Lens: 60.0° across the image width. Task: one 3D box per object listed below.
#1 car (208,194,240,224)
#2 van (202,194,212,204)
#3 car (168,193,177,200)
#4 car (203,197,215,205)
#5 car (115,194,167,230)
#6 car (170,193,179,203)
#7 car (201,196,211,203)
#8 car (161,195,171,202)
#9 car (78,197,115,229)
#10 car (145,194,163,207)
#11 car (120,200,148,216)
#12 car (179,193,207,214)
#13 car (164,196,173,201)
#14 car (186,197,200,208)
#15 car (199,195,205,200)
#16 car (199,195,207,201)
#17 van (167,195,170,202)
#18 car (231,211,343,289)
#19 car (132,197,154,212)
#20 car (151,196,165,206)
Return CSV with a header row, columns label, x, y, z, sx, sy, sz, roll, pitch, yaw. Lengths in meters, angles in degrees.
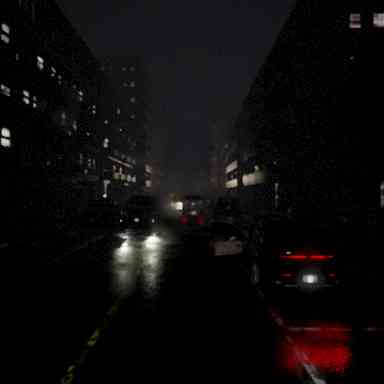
label,x,y,z,sx,sy,sz,roll,pitch,yaw
car,2.734,1.263,27.123,2.192,1.841,5.009,0,0,0
van,2.782,1.262,61.262,1.690,1.788,3.998,0,0,0
car,-5.550,1.259,95.418,2.192,1.841,5.009,0,0,0
car,2.772,1.504,55.574,1.802,1.307,4.206,0,0,0
car,-3.072,1.178,21.221,2.150,2.045,5.566,0,0,0
car,-2.943,1.399,64.059,1.882,1.535,5.008,0,0,1
car,2.789,1.467,66.953,1.887,1.381,4.507,0,0,0
car,-5.583,1.450,72.487,1.752,1.417,4.829,0,0,0
car,-5.655,1.271,21.446,2.192,1.841,5.009,0,0,0
car,-5.614,1.240,49.897,2.192,1.841,5.009,0,0,0
car,-5.640,1.493,32.828,2.008,1.369,4.403,0,0,0
car,0.106,1.162,33.929,2.150,2.045,5.566,0,0,0
car,-5.576,1.511,78.349,1.802,1.307,4.206,0,0,0
car,0.101,1.432,46.231,1.837,1.490,4.892,0,0,1
car,2.829,1.526,95.404,1.802,1.307,4.206,0,0,0
car,2.813,1.515,84.024,1.802,1.307,4.206,0,0,0
van,-5.598,1.263,61.276,1.690,1.788,3.998,0,0,0
car,2.366,1.483,9.074,1.837,1.490,4.892,0,0,0
car,-5.631,1.375,38.518,1.967,1.590,4.097,0,0,0
car,-5.608,1.448,55.419,1.752,1.417,4.829,0,0,0
